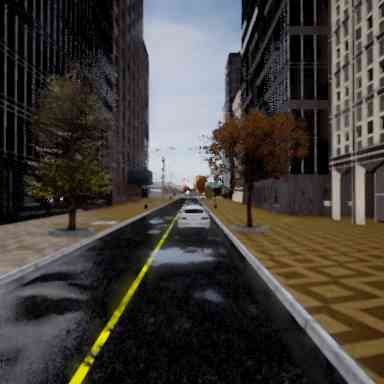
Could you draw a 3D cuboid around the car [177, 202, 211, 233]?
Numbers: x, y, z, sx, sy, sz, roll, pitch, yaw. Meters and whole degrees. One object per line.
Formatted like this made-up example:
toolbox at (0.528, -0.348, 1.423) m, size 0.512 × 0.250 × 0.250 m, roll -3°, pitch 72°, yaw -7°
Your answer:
car at (0.106, 1.534, 19.702) m, size 1.812 × 1.442 × 4.674 m, roll 0°, pitch 0°, yaw 0°
